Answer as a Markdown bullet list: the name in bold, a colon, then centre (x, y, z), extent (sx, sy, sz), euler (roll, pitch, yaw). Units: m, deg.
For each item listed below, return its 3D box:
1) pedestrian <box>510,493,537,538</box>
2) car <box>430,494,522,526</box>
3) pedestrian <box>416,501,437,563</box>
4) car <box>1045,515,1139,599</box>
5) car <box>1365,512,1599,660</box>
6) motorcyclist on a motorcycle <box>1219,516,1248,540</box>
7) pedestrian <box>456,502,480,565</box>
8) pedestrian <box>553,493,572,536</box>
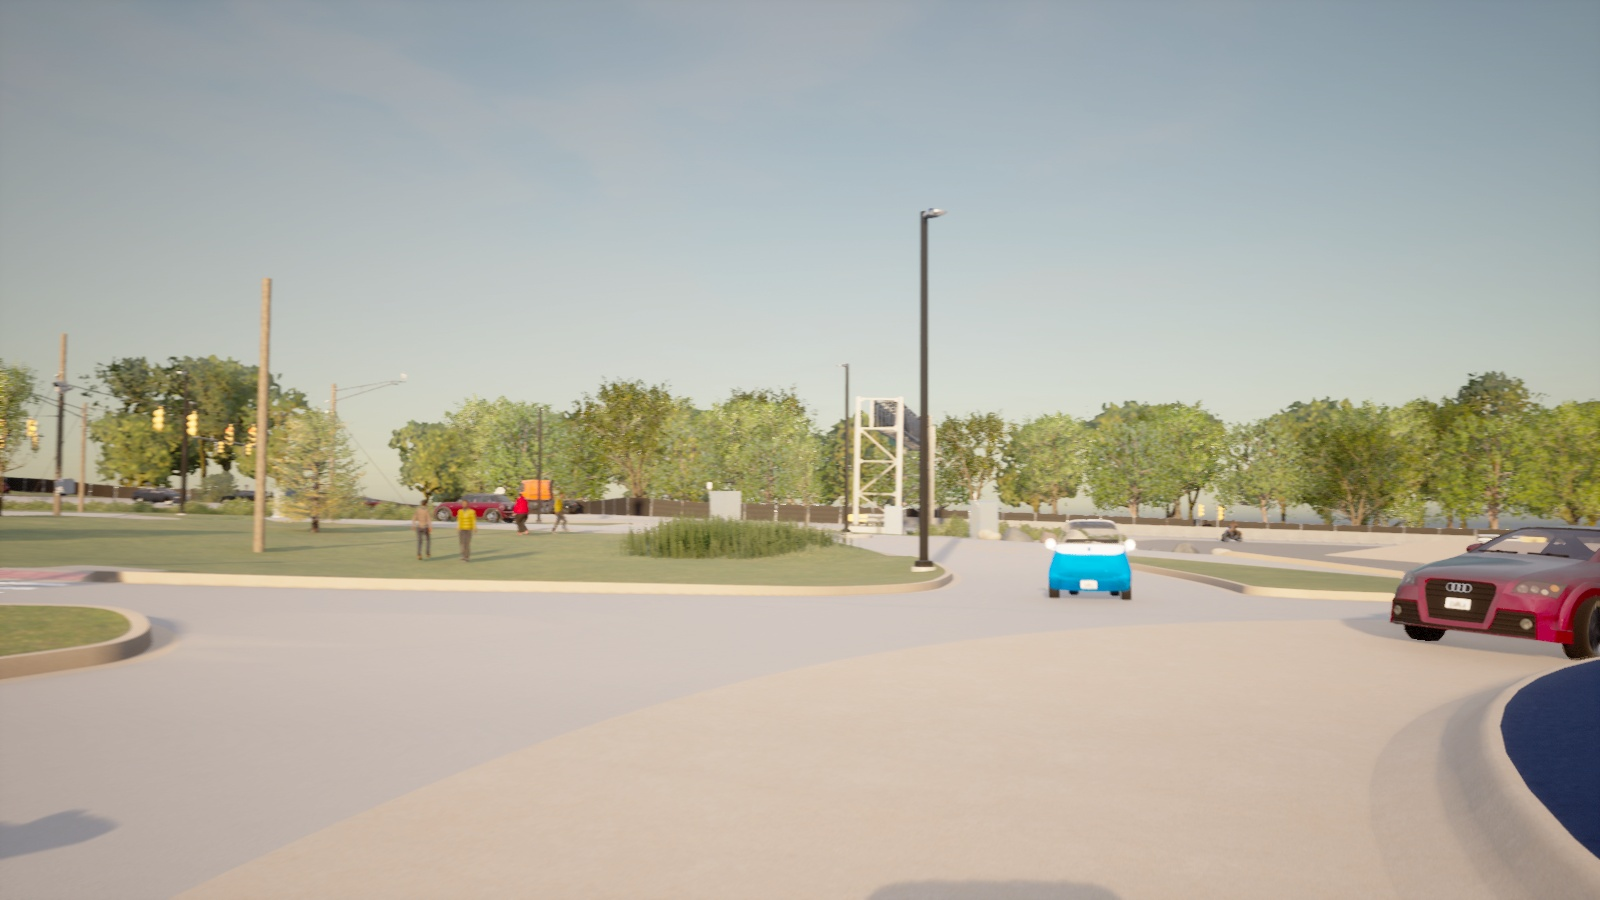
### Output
- **pedestrian**: centre (-11.522, 2.726, 52.411), extent (0.899, 1.844, 0.634), euler (-2, -4, 34)
- **car**: centre (-18.416, 3.406, 71.388), extent (4.553, 1.767, 2.097), euler (0, -3, 13)
- **pedestrian**: centre (-11.066, 2.428, 37.240), extent (0.328, 1.805, 0.869), euler (0, -3, 1)
- **car**: centre (5.126, 1.848, 21.888), extent (1.481, 1.376, 2.207), euler (-1, -4, 16)
- **car**: centre (8.617, 1.472, 14.098), extent (4.181, 1.385, 1.994), euler (3, -3, -28)
- **motorcyclist on a motorcycle**: centre (30.312, 5.435, 87.814), extent (2.350, 1.649, 0.766), euler (2, -1, -37)
- **pedestrian**: centre (-9.714, 2.443, 36.775), extent (0.431, 1.840, 0.709), euler (-1, -3, 8)
- **pedestrian**: centre (-10.296, 2.798, 54.398), extent (0.709, 1.840, 0.431), euler (0, -3, 3)
